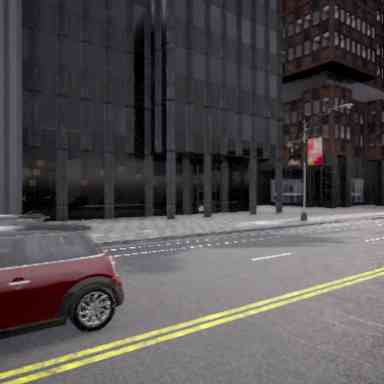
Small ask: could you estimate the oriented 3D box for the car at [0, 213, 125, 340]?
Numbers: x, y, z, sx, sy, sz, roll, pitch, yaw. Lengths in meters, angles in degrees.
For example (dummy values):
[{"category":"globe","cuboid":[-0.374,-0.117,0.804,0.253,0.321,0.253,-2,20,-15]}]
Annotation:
[{"category":"car","cuboid":[-3.462,1.352,5.208,4.553,1.767,2.097,0,0,-36]}]
